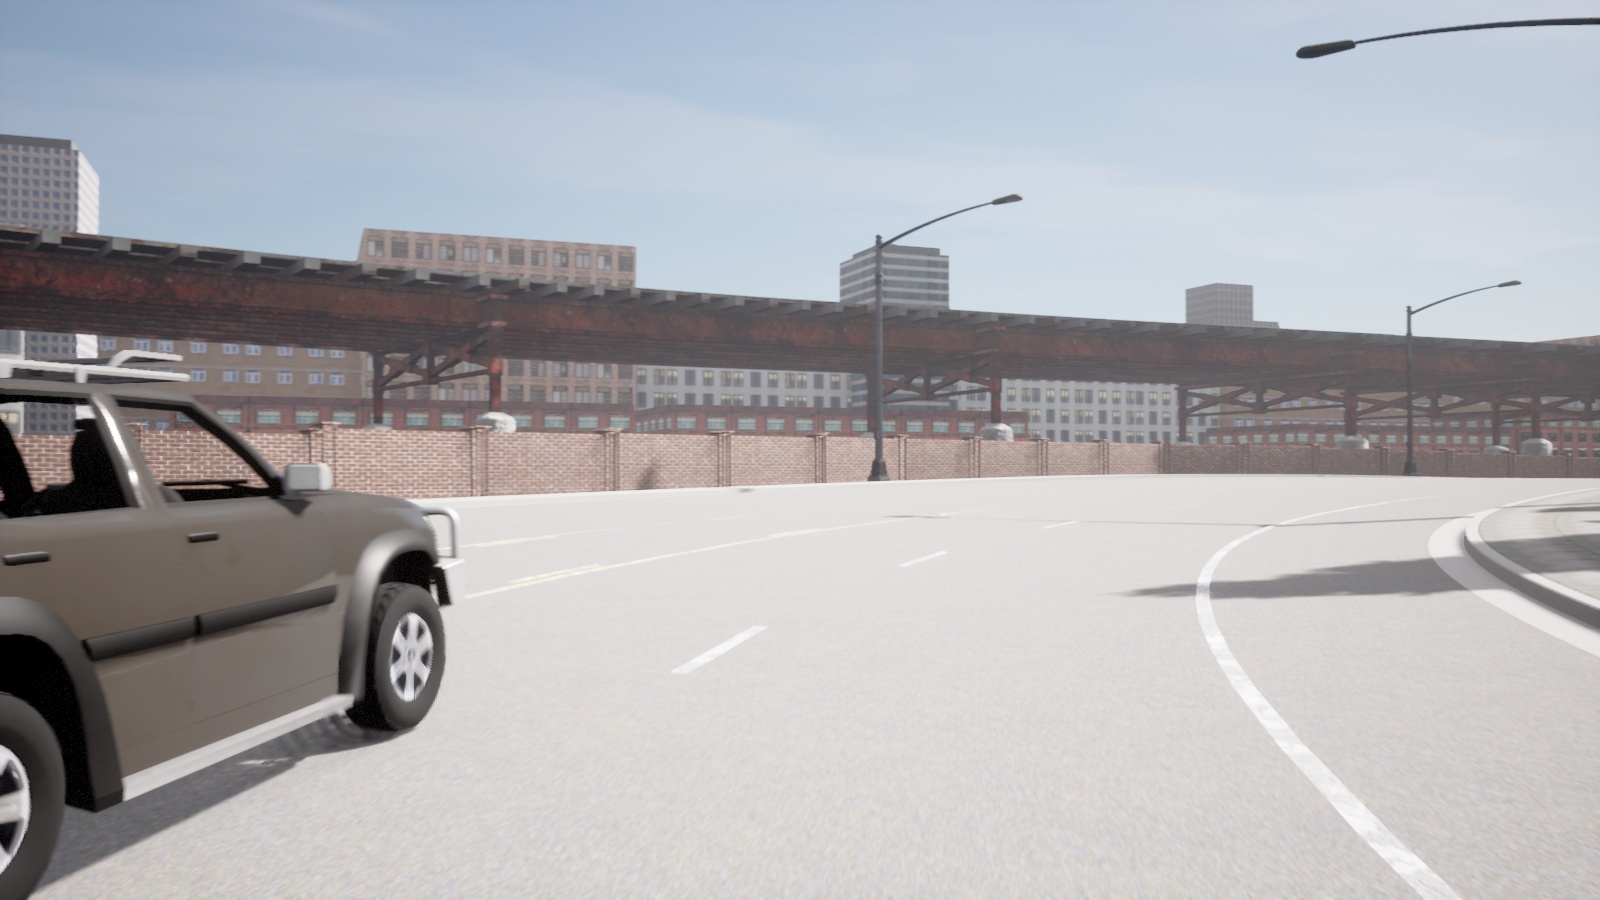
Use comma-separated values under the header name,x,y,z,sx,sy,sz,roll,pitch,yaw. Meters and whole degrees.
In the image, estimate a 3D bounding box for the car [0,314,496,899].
name,x,y,z,sx,sy,sz,roll,pitch,yaw
car,-3.108,0.535,5.280,1.932,1.855,4.605,-1,0,9
